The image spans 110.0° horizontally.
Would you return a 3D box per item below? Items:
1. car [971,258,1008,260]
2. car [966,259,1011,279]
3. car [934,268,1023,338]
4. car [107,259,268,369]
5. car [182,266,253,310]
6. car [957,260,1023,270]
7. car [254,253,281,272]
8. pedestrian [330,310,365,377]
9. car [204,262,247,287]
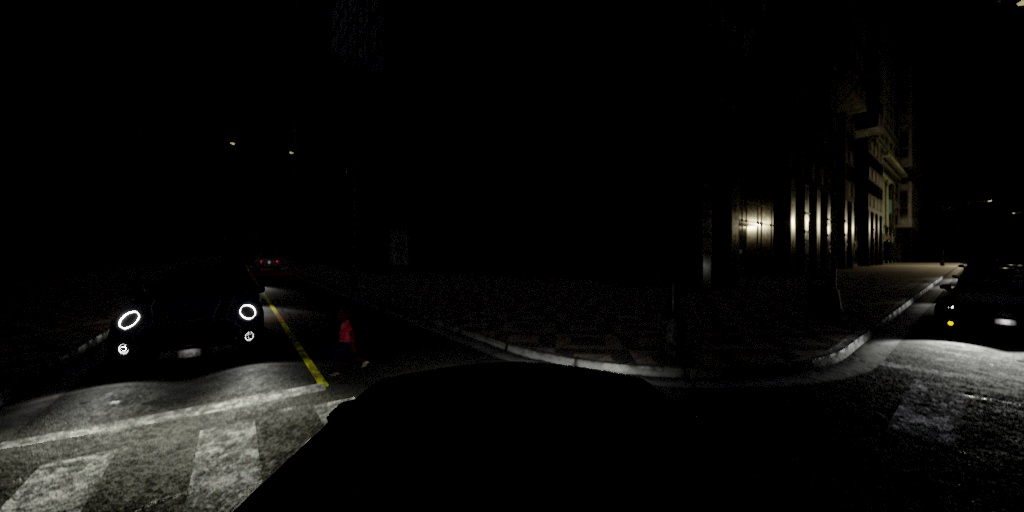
[{"bbox_3d":[26.954,0.891,20.255,4.892,1.490,1.837,-1,1,-37],"label":"car"},{"bbox_3d":[35.088,0.891,26.454,4.718,1.301,1.895,-1,1,-37],"label":"car"},{"bbox_3d":[11.753,1.158,8.571,4.181,1.385,1.994,-1,1,-37],"label":"car"},{"bbox_3d":[-6.777,1.049,7.887,2.097,1.767,4.553,1,0,-36],"label":"car"},{"bbox_3d":[-12.537,1.195,15.468,2.033,1.411,5.357,1,0,-37],"label":"car"},{"bbox_3d":[19.137,1.035,14.258,5.357,1.411,2.033,-1,1,-38],"label":"car"},{"bbox_3d":[-27.183,0.707,39.851,2.150,2.045,5.566,1,0,-38],"label":"car"},{"bbox_3d":[-2.806,1.027,6.111,0.375,1.860,0.375,1,0,-37],"label":"pedestrian"},{"bbox_3d":[-18.595,1.157,23.397,1.994,1.385,4.181,1,0,-37],"label":"car"}]
